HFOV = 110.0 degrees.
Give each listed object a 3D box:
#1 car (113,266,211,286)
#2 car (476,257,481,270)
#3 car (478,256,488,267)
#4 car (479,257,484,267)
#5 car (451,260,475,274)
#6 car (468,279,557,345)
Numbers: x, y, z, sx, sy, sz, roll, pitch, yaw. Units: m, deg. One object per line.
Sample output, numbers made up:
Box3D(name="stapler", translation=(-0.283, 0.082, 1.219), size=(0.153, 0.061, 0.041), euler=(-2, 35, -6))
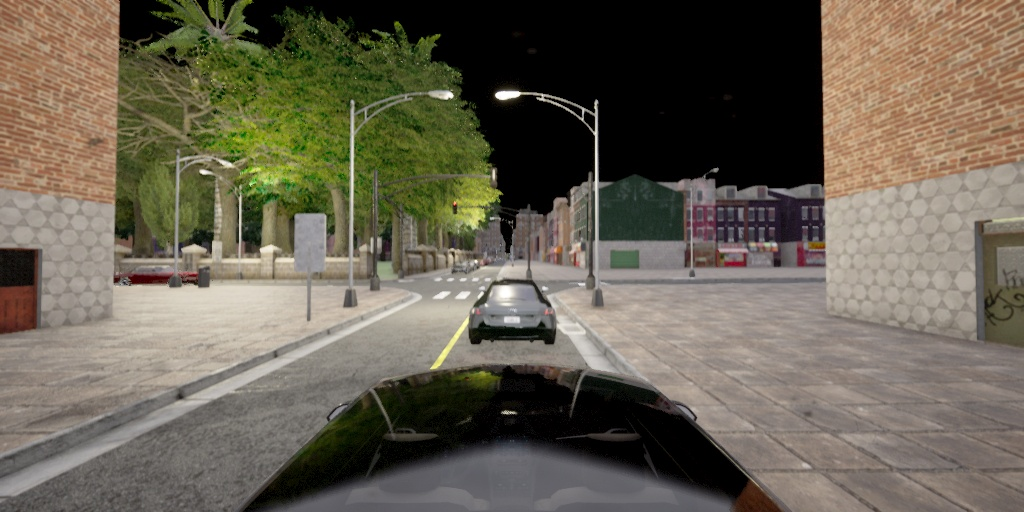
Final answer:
Box3D(name="car", translation=(-21.501, 1.260, 22.035), size=(4.718, 1.301, 1.895), euler=(0, -1, 0))
Box3D(name="car", translation=(-5.471, 1.176, 45.594), size=(2.007, 1.370, 4.403), euler=(0, 0, 0))
Box3D(name="car", translation=(-5.570, 1.185, 61.943), size=(1.802, 1.307, 4.207), euler=(0, 0, 0))
Box3D(name="car", translation=(-5.504, 1.181, 51.044), size=(1.948, 1.339, 4.313), euler=(0, 0, 0))
Box3D(name="car", translation=(-5.455, 1.191, 38.458), size=(2.007, 1.370, 4.403), euler=(0, 0, 0))
Box3D(name="car", translation=(0.035, 1.287, 9.448), size=(1.994, 1.385, 4.181), euler=(0, 0, 1))
